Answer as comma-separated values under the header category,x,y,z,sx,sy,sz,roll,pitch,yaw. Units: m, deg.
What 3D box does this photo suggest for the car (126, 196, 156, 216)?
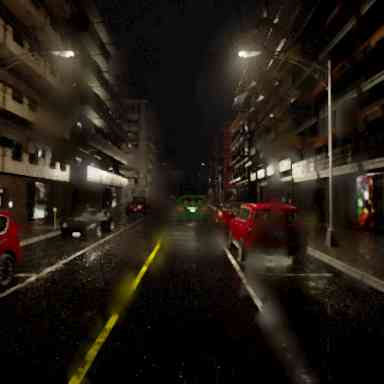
category,x,y,z,sx,sy,sz,roll,pitch,yaw
car,-5.388,1.374,34.143,2.192,1.841,5.009,1,0,0

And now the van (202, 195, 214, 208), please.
category,x,y,z,sx,sy,sz,roll,pitch,yaw
van,2.410,1.456,50.704,1.690,1.788,3.998,1,0,0

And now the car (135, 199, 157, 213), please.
category,x,y,z,sx,sy,sz,roll,pitch,yaw
car,-5.409,1.620,39.673,1.887,1.381,4.507,1,0,0

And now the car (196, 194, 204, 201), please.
category,x,y,z,sx,sy,sz,roll,pitch,yaw
car,2.322,1.608,94.415,2.192,1.841,5.009,1,0,0

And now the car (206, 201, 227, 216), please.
category,x,y,z,sx,sy,sz,roll,pitch,yaw
car,2.452,1.641,34.109,1.802,1.307,4.206,1,0,0

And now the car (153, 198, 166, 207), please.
category,x,y,z,sx,sy,sz,roll,pitch,yaw
car,-5.457,1.718,56.267,1.802,1.307,4.206,1,0,0

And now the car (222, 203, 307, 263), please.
category,x,y,z,sx,sy,sz,roll,pitch,yaw
car,2.521,1.328,11.983,2.192,1.841,5.009,1,0,0

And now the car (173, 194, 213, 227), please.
category,x,y,z,sx,sy,sz,roll,pitch,yaw
car,0.035,1.254,23.309,2.150,2.045,5.566,0,0,0

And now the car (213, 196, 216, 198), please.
category,x,y,z,sx,sy,sz,roll,pitch,yaw
car,2.427,1.409,45.172,2.192,1.841,5.009,1,0,0

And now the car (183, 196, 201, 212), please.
category,x,y,z,sx,sy,sz,roll,pitch,yaw
car,-0.015,1.432,41.316,2.097,1.767,4.553,0,0,0

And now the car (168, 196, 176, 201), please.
category,x,y,z,sx,sy,sz,roll,pitch,yaw
car,-5.563,1.858,94.347,1.947,1.339,4.313,1,0,0

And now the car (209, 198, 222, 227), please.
category,x,y,z,sx,sy,sz,roll,pitch,yaw
car,2.486,1.473,23.047,1.967,1.590,4.097,1,0,0

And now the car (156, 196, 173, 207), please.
category,x,y,z,sx,sy,sz,roll,pitch,yaw
car,-2.854,1.423,37.299,2.033,1.411,5.357,0,0,0

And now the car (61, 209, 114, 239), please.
category,x,y,z,sx,sy,sz,roll,pitch,yaw
car,-5.347,1.587,17.553,1.947,1.339,4.313,1,0,0

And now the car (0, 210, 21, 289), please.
category,x,y,z,sx,sy,sz,roll,pitch,yaw
car,-5.310,1.321,6.490,2.192,1.841,5.009,1,0,0
